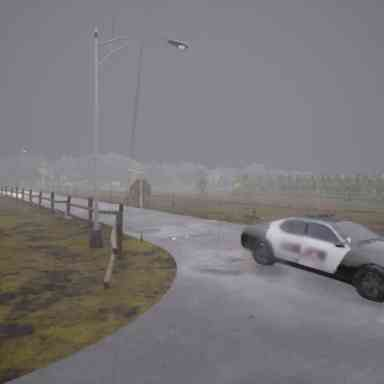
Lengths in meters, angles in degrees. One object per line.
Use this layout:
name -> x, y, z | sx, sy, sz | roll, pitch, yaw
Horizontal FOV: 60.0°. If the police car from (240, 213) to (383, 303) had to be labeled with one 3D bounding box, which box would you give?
police car -> 3.597, 1.393, 8.555 | 2.038, 1.542, 4.974 | 0, 4, -36
